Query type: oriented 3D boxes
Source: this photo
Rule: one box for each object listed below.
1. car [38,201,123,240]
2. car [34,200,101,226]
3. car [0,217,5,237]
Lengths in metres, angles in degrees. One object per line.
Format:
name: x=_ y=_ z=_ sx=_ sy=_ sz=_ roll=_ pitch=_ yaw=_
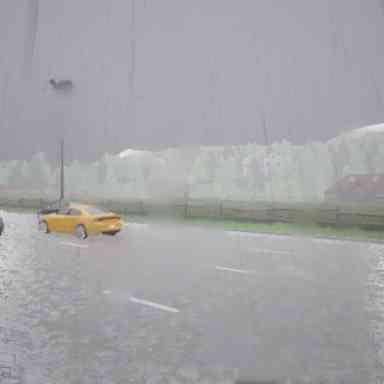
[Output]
car: x=-5.646 y=1.399 z=16.617 sx=5.008 sy=1.535 sz=1.882 roll=0 pitch=0 yaw=36
car: x=-8.705 y=1.365 z=23.085 sx=5.008 sy=1.535 sz=1.882 roll=0 pitch=0 yaw=35
car: x=-10.781 y=1.426 z=15.981 sx=4.674 sy=1.442 sz=1.812 roll=0 pitch=0 yaw=36
